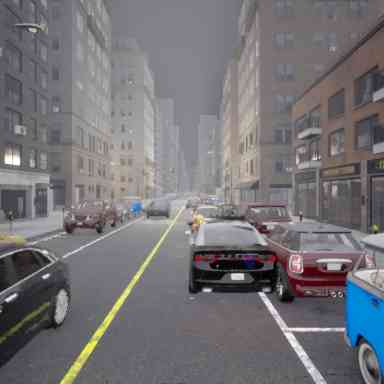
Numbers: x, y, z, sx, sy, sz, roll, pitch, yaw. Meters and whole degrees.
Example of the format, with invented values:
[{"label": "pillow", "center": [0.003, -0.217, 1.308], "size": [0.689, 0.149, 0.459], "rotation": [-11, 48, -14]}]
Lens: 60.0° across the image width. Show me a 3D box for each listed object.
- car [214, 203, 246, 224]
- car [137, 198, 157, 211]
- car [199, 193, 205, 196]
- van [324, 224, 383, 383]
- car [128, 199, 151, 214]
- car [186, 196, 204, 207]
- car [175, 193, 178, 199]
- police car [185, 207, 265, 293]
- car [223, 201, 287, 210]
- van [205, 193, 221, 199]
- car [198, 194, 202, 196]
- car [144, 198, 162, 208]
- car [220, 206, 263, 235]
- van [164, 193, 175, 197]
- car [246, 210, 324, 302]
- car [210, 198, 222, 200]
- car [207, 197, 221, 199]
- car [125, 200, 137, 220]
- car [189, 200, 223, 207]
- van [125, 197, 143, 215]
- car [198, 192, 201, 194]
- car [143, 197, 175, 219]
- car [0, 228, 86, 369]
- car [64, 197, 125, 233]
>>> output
[{"label": "car", "center": [2.799, 1.564, 25.246], "size": [1.947, 1.339, 4.313], "rotation": [0, 0, 0]}, {"label": "car", "center": [-5.637, 1.515, 42.114], "size": [1.752, 1.417, 4.829], "rotation": [0, 0, 0]}, {"label": "car", "center": [3.064, 1.391, 75.119], "size": [1.967, 1.590, 4.097], "rotation": [0, 0, 0]}, {"label": "van", "center": [2.679, 1.341, 2.569], "size": [1.690, 1.788, 3.998], "rotation": [0, 0, 0]}, {"label": "car", "center": [-5.667, 1.520, 36.445], "size": [1.752, 1.417, 4.829], "rotation": [0, 0, 0]}, {"label": "car", "center": [0.236, 1.552, 44.003], "size": [1.994, 1.385, 4.181], "rotation": [0, 0, 1]}, {"label": "car", "center": [-5.402, 1.249, 86.319], "size": [2.192, 1.841, 5.009], "rotation": [0, 0, 0]}, {"label": "police car", "center": [0.842, 1.425, 8.984], "size": [1.930, 1.638, 5.238], "rotation": [0, 0, -1]}, {"label": "car", "center": [2.739, 1.314, 13.908], "size": [2.192, 1.841, 5.009], "rotation": [0, 0, 0]}, {"label": "van", "center": [2.890, 1.331, 42.255], "size": [1.690, 1.788, 3.998], "rotation": [0, 0, 0]}, {"label": "car", "center": [0.279, 1.455, 53.157], "size": [1.882, 1.535, 5.008], "rotation": [0, 0, 0]}, {"label": "car", "center": [-5.605, 1.534, 47.951], "size": [2.008, 1.369, 4.403], "rotation": [0, 0, 0]}, {"label": "car", "center": [2.769, 1.565, 19.577], "size": [1.947, 1.339, 4.313], "rotation": [0, 0, 0]}, {"label": "van", "center": [-5.461, 1.292, 75.147], "size": [1.690, 1.788, 3.998], "rotation": [0, 0, 0]}, {"label": "car", "center": [2.709, 1.440, 8.239], "size": [1.967, 1.590, 4.097], "rotation": [0, 0, 0]}, {"label": "car", "center": [2.830, 1.549, 30.915], "size": [2.008, 1.369, 4.403], "rotation": [0, 0, 0]}, {"label": "car", "center": [2.860, 1.577, 36.585], "size": [1.802, 1.307, 4.206], "rotation": [0, 0, 0]}, {"label": "car", "center": [-5.726, 1.549, 25.278], "size": [2.008, 1.369, 4.403], "rotation": [0, 0, 0]}, {"label": "car", "center": [0.886, 1.455, 19.079], "size": [1.801, 1.575, 5.366], "rotation": [0, 0, 0]}, {"label": "van", "center": [-5.696, 1.339, 30.946], "size": [1.690, 1.788, 3.998], "rotation": [0, 0, 0]}, {"label": "car", "center": [3.124, 1.249, 86.289], "size": [2.192, 1.841, 5.009], "rotation": [0, 0, 0]}, {"label": "car", "center": [-2.846, 1.476, 29.510], "size": [1.882, 1.535, 5.008], "rotation": [0, 0, 0]}, {"label": "car", "center": [-3.081, 1.505, 4.141], "size": [1.837, 1.490, 4.892], "rotation": [0, 0, 0]}, {"label": "car", "center": [-5.756, 1.314, 19.610], "size": [2.192, 1.841, 5.009], "rotation": [0, 0, 0]}]
